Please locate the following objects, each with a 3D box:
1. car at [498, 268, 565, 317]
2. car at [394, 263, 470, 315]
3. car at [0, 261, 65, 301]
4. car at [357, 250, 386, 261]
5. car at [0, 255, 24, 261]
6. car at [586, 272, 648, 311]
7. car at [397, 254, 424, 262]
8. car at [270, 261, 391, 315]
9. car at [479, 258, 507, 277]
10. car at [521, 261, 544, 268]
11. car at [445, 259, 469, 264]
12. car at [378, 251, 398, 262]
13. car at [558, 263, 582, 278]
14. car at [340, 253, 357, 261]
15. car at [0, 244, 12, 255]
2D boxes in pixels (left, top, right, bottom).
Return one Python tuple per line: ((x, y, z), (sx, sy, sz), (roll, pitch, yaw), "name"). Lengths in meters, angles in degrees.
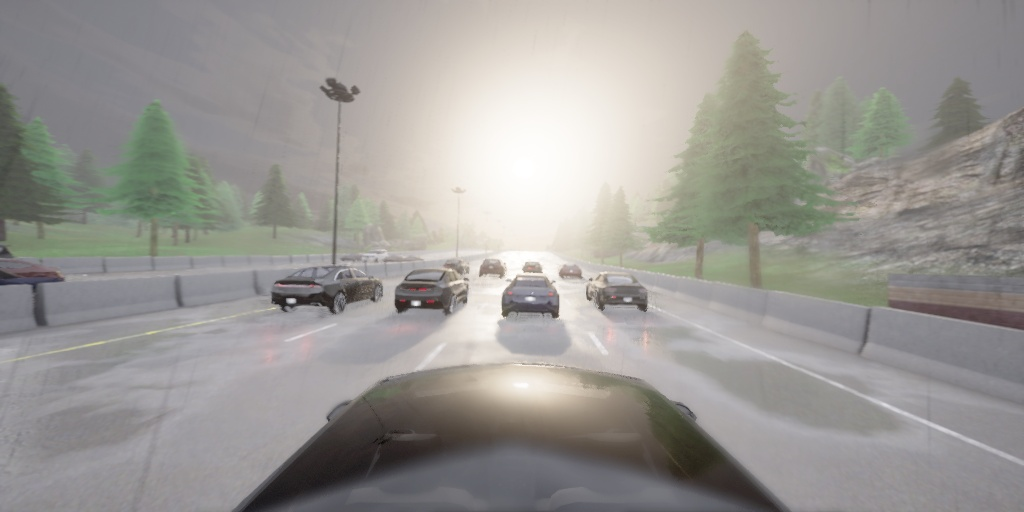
((0.701, 1.341, 13.457), (1.994, 1.385, 4.181), (1, 0, 3), "car")
((-2.807, 1.199, 13.422), (1.837, 1.490, 4.892), (1, 0, 3), "car")
((-17.213, 0.954, 10.614), (1.895, 1.301, 4.718), (1, 0, 3), "car")
((-21.418, 0.015, 56.239), (2.150, 2.045, 5.566), (1, 1, 4), "car")
((-20.531, 0.799, 13.688), (1.812, 1.442, 4.674), (1, 0, 3), "car")
((4.299, 1.384, 15.149), (1.812, 1.442, 4.674), (1, 0, 3), "car")
((-14.617, 0.558, 53.010), (2.033, 1.411, 5.357), (1, 1, 4), "car")
((-6.335, 1.103, 12.929), (2.128, 1.511, 4.902), (1, 0, 3), "car")
((-1.659, 0.958, 32.704), (2.097, 1.767, 4.553), (1, 1, 3), "car")
((1.866, 1.192, 33.083), (1.837, 1.490, 4.892), (1, 1, 3), "car")
((-5.139, 1.028, 33.191), (1.837, 1.490, 4.892), (1, 1, 3), "car")
((-17.992, 0.443, 55.017), (2.033, 1.411, 5.357), (1, 1, 4), "car")
((5.426, 1.322, 34.020), (1.994, 1.385, 4.181), (1, 1, 3), "car")
((-24.901, 0.257, 56.503), (2.033, 1.411, 5.357), (1, 1, 4), "car")
((-23.995, 0.412, 14.262), (2.150, 2.045, 5.566), (1, 0, 3), "car")
